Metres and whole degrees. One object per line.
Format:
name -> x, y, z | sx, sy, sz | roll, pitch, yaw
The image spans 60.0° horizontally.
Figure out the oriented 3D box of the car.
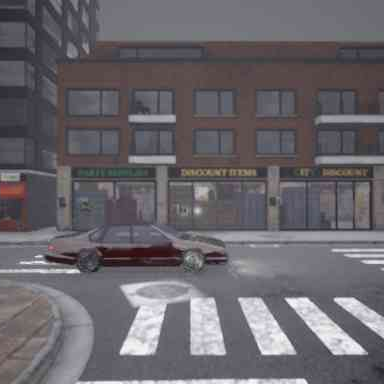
car -> -1.607, 1.619, 10.263 | 5.357, 1.411, 2.033 | 0, -1, 0
